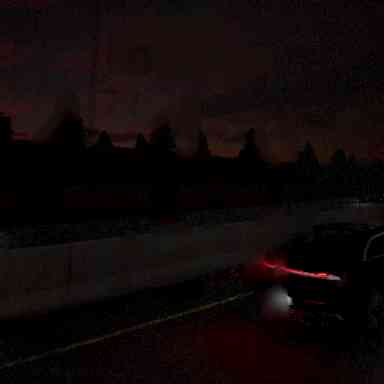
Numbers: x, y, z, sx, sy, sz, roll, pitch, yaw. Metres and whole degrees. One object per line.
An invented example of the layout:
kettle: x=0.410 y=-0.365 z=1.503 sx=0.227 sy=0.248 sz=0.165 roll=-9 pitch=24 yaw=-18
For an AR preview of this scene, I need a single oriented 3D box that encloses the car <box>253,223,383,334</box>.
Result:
car: x=3.275 y=1.373 z=6.589 sx=4.902 sy=1.511 sz=2.128 roll=-1 pitch=1 yaw=-39
